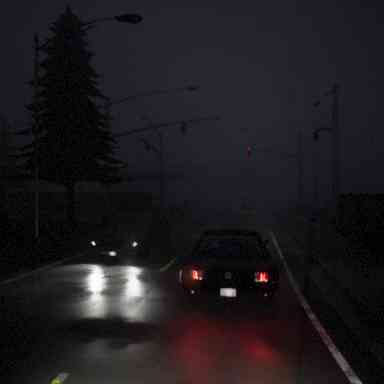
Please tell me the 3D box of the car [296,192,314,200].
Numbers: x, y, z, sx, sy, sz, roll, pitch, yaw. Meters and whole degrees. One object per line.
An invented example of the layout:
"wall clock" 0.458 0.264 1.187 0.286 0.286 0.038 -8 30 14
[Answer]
"car" 26.173 1.208 76.860 3.806 1.475 1.970 0 0 10

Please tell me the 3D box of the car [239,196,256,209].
"car" 7.241 1.266 43.328 2.097 1.767 4.553 0 0 10

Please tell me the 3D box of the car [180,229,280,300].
"car" 0.994 1.584 8.410 1.895 1.301 4.718 0 0 8

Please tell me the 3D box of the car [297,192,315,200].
"car" 27.354 0.917 80.027 3.866 1.878 1.905 0 0 10

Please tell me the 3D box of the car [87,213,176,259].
"car" -2.002 1.522 12.912 2.033 1.411 5.357 0 0 10

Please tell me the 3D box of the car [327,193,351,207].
"car" 20.256 1.244 43.118 5.027 1.636 2.152 0 0 10
